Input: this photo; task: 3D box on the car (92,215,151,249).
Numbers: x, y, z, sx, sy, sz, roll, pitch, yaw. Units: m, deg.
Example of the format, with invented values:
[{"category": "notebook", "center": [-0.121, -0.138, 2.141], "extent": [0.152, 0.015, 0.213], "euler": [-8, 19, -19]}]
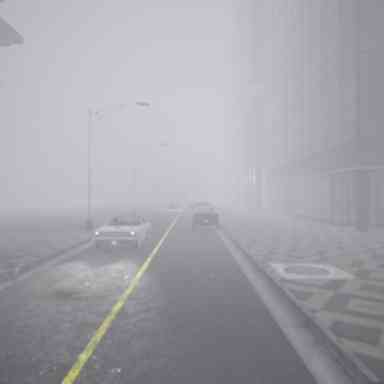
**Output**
[{"category": "car", "center": [-3.092, 1.748, 15.460], "extent": [1.895, 1.301, 4.718], "euler": [0, -1, 0]}]

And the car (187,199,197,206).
[{"category": "car", "center": [0.042, 2.259, 75.059], "extent": [2.128, 1.511, 4.902], "euler": [0, -1, 0]}]

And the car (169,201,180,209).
[{"category": "car", "center": [-3.014, 2.212, 57.864], "extent": [1.895, 1.301, 4.718], "euler": [0, -1, 1]}]

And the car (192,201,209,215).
[{"category": "car", "center": [0.922, 1.875, 39.601], "extent": [1.882, 1.535, 5.008], "euler": [0, -1, 0]}]

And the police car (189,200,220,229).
[{"category": "police car", "center": [0.913, 1.654, 23.712], "extent": [1.930, 1.638, 5.238], "euler": [0, -1, 0]}]

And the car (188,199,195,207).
[{"category": "car", "center": [0.918, 1.683, 33.573], "extent": [2.097, 1.767, 4.553], "euler": [0, -1, 0]}]
